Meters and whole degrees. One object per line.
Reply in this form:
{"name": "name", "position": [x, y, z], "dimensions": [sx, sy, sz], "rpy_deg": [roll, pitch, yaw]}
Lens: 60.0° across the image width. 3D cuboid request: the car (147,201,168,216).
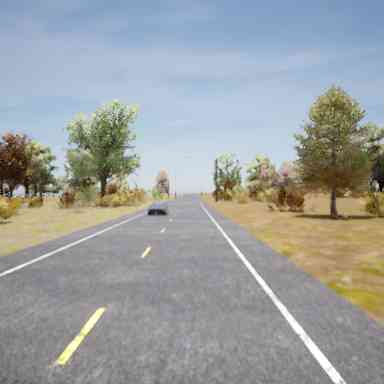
{"name": "car", "position": [-3.473, 1.640, 34.729], "dimensions": [2.033, 1.411, 5.357], "rpy_deg": [0, 0, 0]}
